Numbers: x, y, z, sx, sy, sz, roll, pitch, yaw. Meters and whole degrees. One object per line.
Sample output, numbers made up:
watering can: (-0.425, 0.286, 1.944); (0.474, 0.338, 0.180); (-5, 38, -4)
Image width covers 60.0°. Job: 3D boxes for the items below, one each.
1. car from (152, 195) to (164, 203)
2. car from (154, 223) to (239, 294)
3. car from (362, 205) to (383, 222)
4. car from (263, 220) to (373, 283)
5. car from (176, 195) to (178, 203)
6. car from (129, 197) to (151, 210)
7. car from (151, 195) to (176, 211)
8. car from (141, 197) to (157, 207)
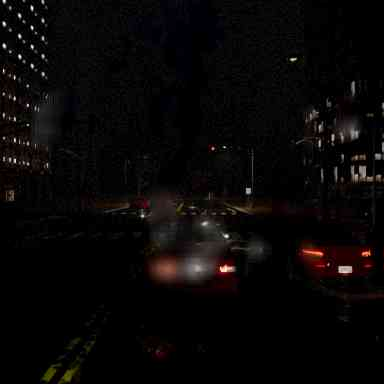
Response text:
car: (-6.718, 1.419, 66.265); (1.837, 1.490, 4.892); (0, 0, 0)
car: (0.081, 1.544, 8.951); (2.033, 1.411, 5.357); (0, 0, 0)
car: (16.065, 1.617, 26.841); (4.181, 1.385, 1.994); (0, 0, 1)
car: (3.330, 1.522, 9.537); (1.812, 1.442, 4.674); (0, 0, 0)
car: (-3.448, 1.455, 50.188); (1.837, 1.490, 4.892); (0, 0, 0)
car: (-6.687, 1.441, 42.319); (1.882, 1.535, 5.008); (0, 0, 0)
car: (-3.430, 1.318, 40.700); (2.097, 1.767, 4.553); (0, 0, 0)
car: (-6.706, 1.470, 52.239); (1.812, 1.442, 4.674); (0, 0, 0)
